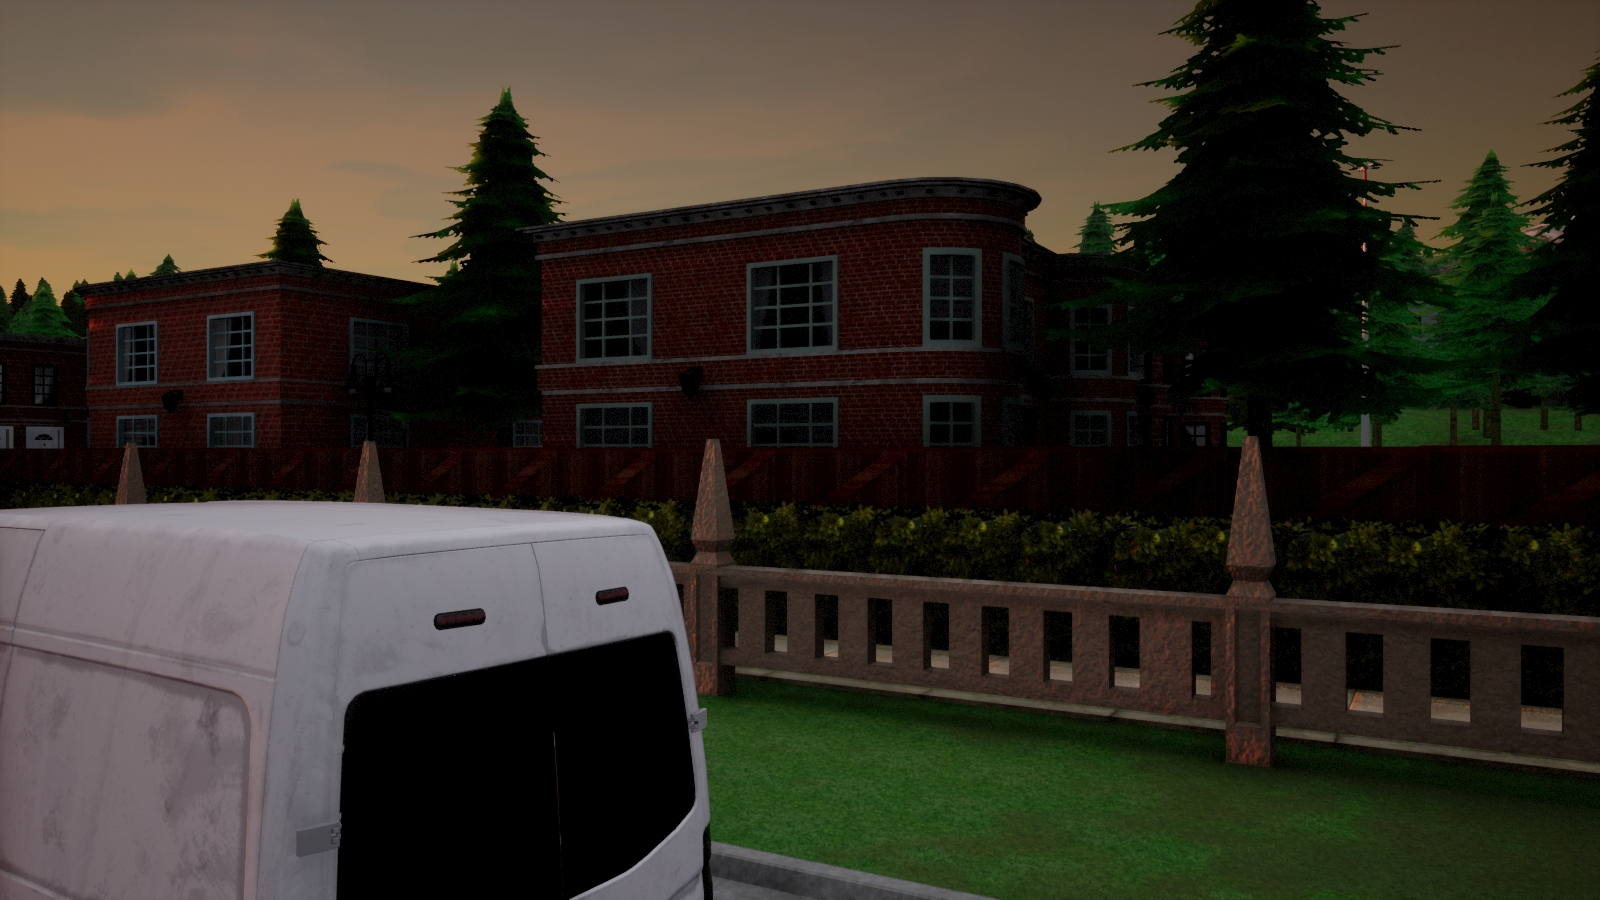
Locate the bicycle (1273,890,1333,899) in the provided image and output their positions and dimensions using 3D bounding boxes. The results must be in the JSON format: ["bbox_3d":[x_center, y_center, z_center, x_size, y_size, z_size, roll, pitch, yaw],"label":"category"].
[{"bbox_3d":[2.143,2.060,2.830,1.835,1.471,0.329,0,0,30],"label":"bicycle"}]

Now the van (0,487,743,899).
[{"bbox_3d":[-3.240,1.534,5.467,5.915,2.561,1.988,0,0,34],"label":"van"}]
